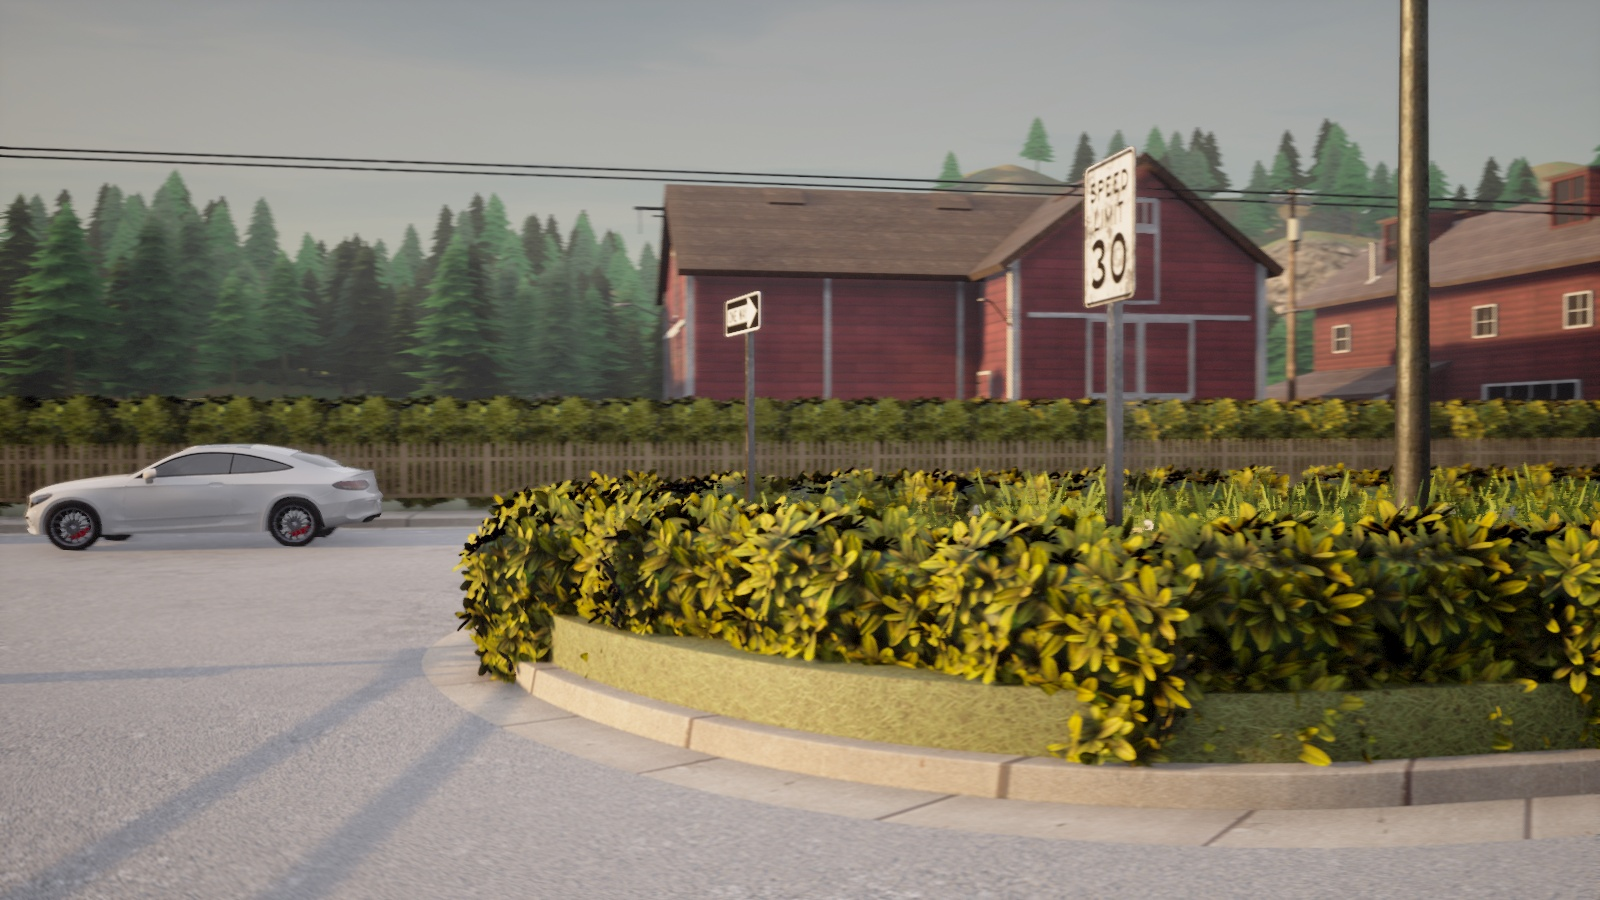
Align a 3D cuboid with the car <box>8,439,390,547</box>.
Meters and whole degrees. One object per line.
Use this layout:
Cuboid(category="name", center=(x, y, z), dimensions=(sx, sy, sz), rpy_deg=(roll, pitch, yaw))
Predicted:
Cuboid(category="car", center=(-8.493, 0.574, 18.163), dimensions=(4.674, 1.442, 1.812), rpy_deg=(0, 1, -10))
